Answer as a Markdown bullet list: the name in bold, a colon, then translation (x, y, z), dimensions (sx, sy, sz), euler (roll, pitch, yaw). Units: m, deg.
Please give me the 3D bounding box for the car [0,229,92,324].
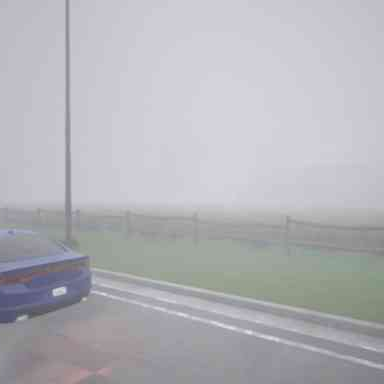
- **car**: translation (-4.232, 1.525, 7.012), dimensions (5.008, 1.535, 1.882), euler (0, 0, 36)
